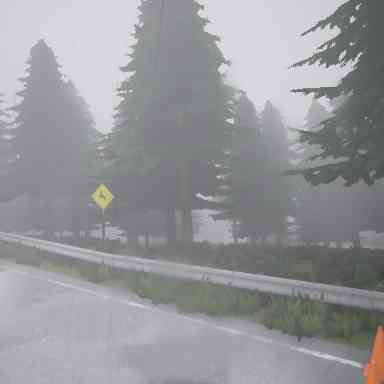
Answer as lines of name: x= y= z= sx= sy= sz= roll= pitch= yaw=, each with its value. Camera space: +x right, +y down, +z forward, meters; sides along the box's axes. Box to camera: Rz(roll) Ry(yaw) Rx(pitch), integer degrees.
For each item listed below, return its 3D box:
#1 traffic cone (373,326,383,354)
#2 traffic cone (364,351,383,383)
traffic cone: x=2.330 y=1.956 z=4.106 sx=0.340 sy=0.580 sz=0.340 roll=0 pitch=0 yaw=34
traffic cone: x=1.786 y=1.956 z=3.269 sx=0.340 sy=0.580 sz=0.340 roll=0 pitch=0 yaw=33
